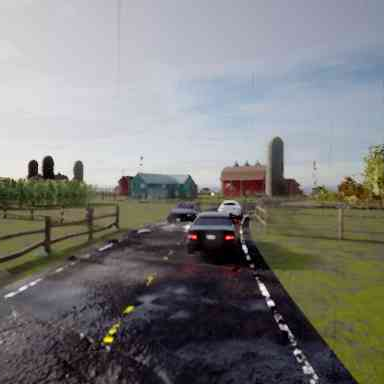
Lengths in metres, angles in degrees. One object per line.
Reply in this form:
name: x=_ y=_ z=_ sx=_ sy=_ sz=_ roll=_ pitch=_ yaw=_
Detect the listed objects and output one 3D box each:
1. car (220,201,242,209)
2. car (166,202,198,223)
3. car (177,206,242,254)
car: x=3.327 y=1.456 z=28.651 sx=1.812 sy=1.442 sz=4.674 roll=0 pitch=0 yaw=12
car: x=-0.442 y=1.476 z=24.971 sx=2.033 sy=1.411 sz=5.357 roll=0 pitch=0 yaw=10
car: x=0.877 y=1.510 z=13.250 sx=2.033 sy=1.411 sz=5.357 roll=0 pitch=0 yaw=6
